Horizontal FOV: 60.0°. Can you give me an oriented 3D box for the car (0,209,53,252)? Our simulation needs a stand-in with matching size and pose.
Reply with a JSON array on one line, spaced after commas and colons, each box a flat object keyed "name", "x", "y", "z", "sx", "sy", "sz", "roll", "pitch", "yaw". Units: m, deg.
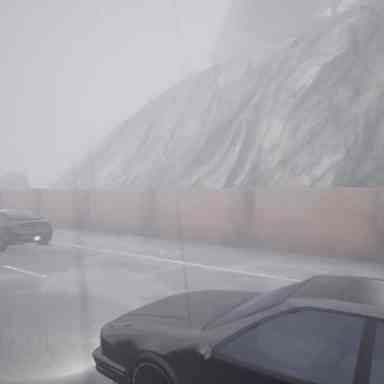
[{"name": "car", "x": -7.763, "y": 1.486, "z": 13.836, "sx": 4.892, "sy": 1.490, "sz": 1.837, "roll": 0, "pitch": 0, "yaw": 36}]

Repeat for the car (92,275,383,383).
[{"name": "car", "x": 1.485, "y": 1.547, "z": 2.935, "sx": 5.357, "sy": 1.411, "sz": 2.033, "roll": 0, "pitch": 0, "yaw": 36}]
